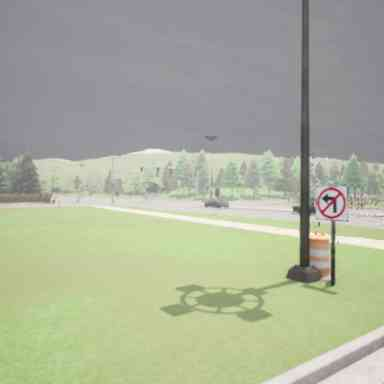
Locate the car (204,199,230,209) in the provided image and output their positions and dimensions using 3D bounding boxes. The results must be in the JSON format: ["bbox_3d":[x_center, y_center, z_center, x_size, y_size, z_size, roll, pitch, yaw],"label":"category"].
[{"bbox_3d":[3.581,1.698,48.965,1.812,1.442,4.674,0,0,-35],"label":"car"}]

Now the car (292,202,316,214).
[{"bbox_3d":[13.082,1.769,35.180,1.895,1.301,4.718,0,0,-35],"label":"car"}]
